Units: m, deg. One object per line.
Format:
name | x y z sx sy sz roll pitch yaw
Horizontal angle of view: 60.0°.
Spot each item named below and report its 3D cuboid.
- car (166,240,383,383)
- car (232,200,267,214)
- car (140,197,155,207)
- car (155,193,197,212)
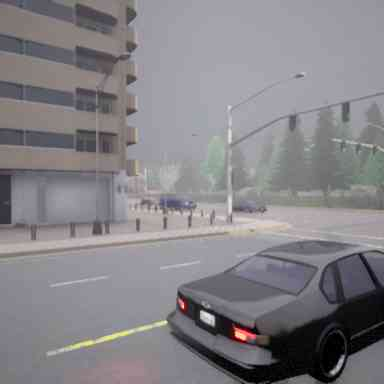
car | 2.237 1.523 5.376 5.357 1.411 2.033 0 0 -35
car | 5.763 1.496 34.493 1.994 1.385 4.181 0 0 -36
car | -6.351 1.458 51.339 1.812 1.442 4.674 0 0 -36
car | -1.730 1.171 38.903 2.150 2.045 5.566 0 0 -36
